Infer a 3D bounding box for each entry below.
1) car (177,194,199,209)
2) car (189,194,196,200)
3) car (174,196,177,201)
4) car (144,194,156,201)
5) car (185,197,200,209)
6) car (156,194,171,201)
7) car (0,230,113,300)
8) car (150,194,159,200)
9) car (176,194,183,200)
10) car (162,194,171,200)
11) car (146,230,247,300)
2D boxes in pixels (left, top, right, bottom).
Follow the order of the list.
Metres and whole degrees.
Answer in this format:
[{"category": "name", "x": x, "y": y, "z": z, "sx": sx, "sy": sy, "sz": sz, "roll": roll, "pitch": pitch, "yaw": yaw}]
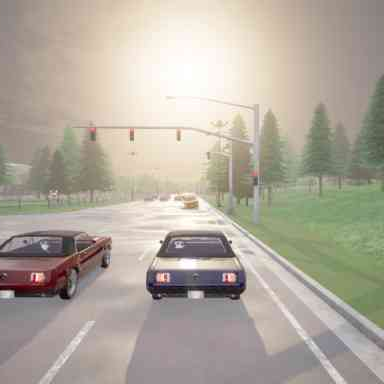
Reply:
[{"category": "car", "x": -0.370, "y": 1.053, "z": 46.619, "sx": 1.882, "sy": 1.535, "sz": 5.008, "roll": -10, "pitch": 17, "yaw": -8}, {"category": "car", "x": 0.176, "y": 1.372, "z": 91.044, "sx": 2.033, "sy": 1.411, "sz": 5.357, "roll": 0, "pitch": 0, "yaw": 0}, {"category": "car", "x": -3.343, "y": 1.545, "z": 81.047, "sx": 1.994, "sy": 1.385, "sz": 4.181, "roll": 0, "pitch": 0, "yaw": 0}, {"category": "car", "x": -10.344, "y": 1.531, "z": 80.644, "sx": 2.033, "sy": 1.411, "sz": 5.357, "roll": 0, "pitch": 0, "yaw": 0}, {"category": "car", "x": 0.096, "y": 1.591, "z": 50.001, "sx": 2.033, "sy": 1.411, "sz": 5.357, "roll": 0, "pitch": 2, "yaw": 0}, {"category": "car", "x": -6.844, "y": 1.531, "z": 80.638, "sx": 2.033, "sy": 1.411, "sz": 5.357, "roll": 0, "pitch": 0, "yaw": 0}, {"category": "car", "x": -3.405, "y": 1.601, "z": 8.360, "sx": 1.895, "sy": 1.301, "sz": 4.718, "roll": 0, "pitch": 0, "yaw": 0}, {"category": "car", "x": -10.324, "y": 1.332, "z": 91.064, "sx": 1.837, "sy": 1.490, "sz": 4.892, "roll": 0, "pitch": 0, "yaw": 0}, {"category": "car", "x": -3.324, "y": 1.357, "z": 91.051, "sx": 1.812, "sy": 1.442, "sz": 4.674, "roll": 0, "pitch": 0, "yaw": 0}, {"category": "car", "x": -6.824, "y": 1.372, "z": 91.058, "sx": 2.033, "sy": 1.411, "sz": 5.357, "roll": 0, "pitch": 0, "yaw": 0}, {"category": "car", "x": 0.095, "y": 1.601, "z": 8.336, "sx": 1.895, "sy": 1.301, "sz": 4.718, "roll": 0, "pitch": 0, "yaw": 0}]
